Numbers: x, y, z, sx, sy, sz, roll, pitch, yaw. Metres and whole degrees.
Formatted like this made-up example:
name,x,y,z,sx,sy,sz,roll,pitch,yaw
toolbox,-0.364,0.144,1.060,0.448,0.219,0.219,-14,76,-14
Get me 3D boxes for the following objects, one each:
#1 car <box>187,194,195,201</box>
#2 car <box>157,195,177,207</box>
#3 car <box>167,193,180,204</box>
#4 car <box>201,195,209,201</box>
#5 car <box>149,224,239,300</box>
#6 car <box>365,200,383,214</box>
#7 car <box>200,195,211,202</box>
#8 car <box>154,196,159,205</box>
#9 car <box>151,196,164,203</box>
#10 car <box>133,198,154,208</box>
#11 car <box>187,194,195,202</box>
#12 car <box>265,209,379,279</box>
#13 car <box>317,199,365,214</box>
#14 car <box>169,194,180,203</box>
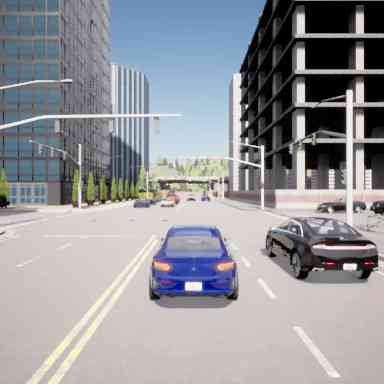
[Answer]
name,x,y,z,sx,sy,sz,roll,pitch,yaw
car,-0.169,1.338,86.913,2.097,1.767,4.553,0,0,0
car,-3.694,1.600,50.311,1.895,1.301,4.718,0,0,0
car,-3.692,1.216,60.080,2.150,2.045,5.566,0,1,0
car,3.331,1.482,86.949,1.837,1.490,4.892,0,0,0
car,0.044,1.526,8.273,1.812,1.442,4.674,0,0,0
car,19.762,1.166,31.100,5.566,2.045,2.150,0,0,0
car,3.349,1.521,77.874,1.812,1.442,4.674,0,0,0
car,-7.197,1.600,56.943,1.895,1.301,4.718,0,0,0
car,-7.135,1.547,69.250,2.033,1.411,5.357,0,0,0
car,-7.189,1.563,48.183,1.994,1.385,4.181,0,0,0
car,-0.152,1.592,78.210,1.895,1.301,4.718,0,0,0
car,3.560,1.491,9.996,2.128,1.511,4.902,0,0,-1
car,15.516,1.436,34.589,4.902,1.511,2.128,0,0,0
car,-3.636,1.354,70.075,2.097,1.767,4.553,0,0,0
